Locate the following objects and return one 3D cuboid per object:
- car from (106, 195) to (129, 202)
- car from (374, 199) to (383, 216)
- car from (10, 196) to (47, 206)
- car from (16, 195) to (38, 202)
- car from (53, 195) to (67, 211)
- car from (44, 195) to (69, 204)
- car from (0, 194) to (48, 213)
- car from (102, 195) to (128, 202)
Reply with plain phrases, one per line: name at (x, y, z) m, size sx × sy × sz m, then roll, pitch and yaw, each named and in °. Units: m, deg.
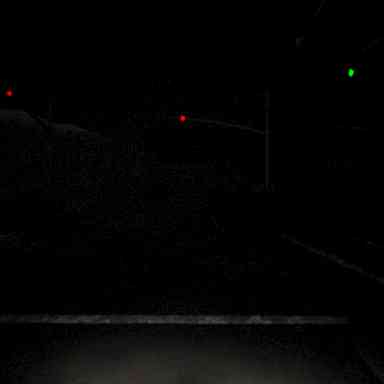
car at (-16.606, 1.374, 74.185) m, size 4.514 × 1.523 × 2.007 m, roll 0°, pitch 0°, yaw -1°
car at (17.185, 1.495, 33.163) m, size 2.242 × 1.667 × 4.611 m, roll 0°, pitch 0°, yaw -1°
car at (-24.089, 1.321, 49.155) m, size 4.514 × 1.523 × 2.007 m, roll 0°, pitch 0°, yaw -1°
car at (-35.197, 1.417, 71.061) m, size 3.806 × 1.475 × 1.970 m, roll 0°, pitch 0°, yaw -1°
car at (-16.231, 1.378, 36.793) m, size 3.806 × 1.475 × 1.970 m, roll 0°, pitch 0°, yaw -1°
car at (-24.119, 1.347, 59.148) m, size 3.633 × 1.501 × 1.845 m, roll 0°, pitch 0°, yaw -1°
car at (-16.818, 1.092, 33.464) m, size 3.866 × 1.878 × 1.905 m, roll 0°, pitch 0°, yaw -1°
car at (-16.530, 1.363, 71.049) m, size 5.027 × 1.636 × 2.152 m, roll 0°, pitch 0°, yaw -1°
